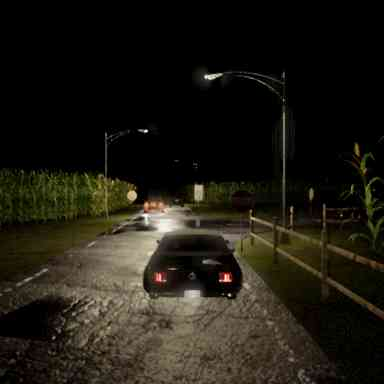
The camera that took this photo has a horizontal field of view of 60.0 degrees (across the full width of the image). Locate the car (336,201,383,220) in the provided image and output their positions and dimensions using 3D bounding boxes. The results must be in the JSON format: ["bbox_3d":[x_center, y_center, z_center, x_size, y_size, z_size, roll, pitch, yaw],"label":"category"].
[{"bbox_3d":[13.123,1.361,24.203,4.718,1.301,1.895,-1,0,3],"label":"car"}]

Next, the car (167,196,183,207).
[{"bbox_3d":[-2.526,1.374,51.581,2.097,1.767,4.553,0,0,-6],"label":"car"}]

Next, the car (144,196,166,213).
[{"bbox_3d":[-4.121,1.357,36.205,2.097,1.767,4.553,0,0,-5],"label":"car"}]

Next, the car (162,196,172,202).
[{"bbox_3d":[-5.951,1.618,78.385,1.994,1.385,4.181,0,0,-9],"label":"car"}]

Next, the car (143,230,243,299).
[{"bbox_3d":[0.019,1.599,8.368,1.895,1.301,4.718,0,0,0],"label":"car"}]

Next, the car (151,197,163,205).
[{"bbox_3d":[-6.472,1.585,61.362,2.033,1.411,5.357,0,0,-6],"label":"car"}]
